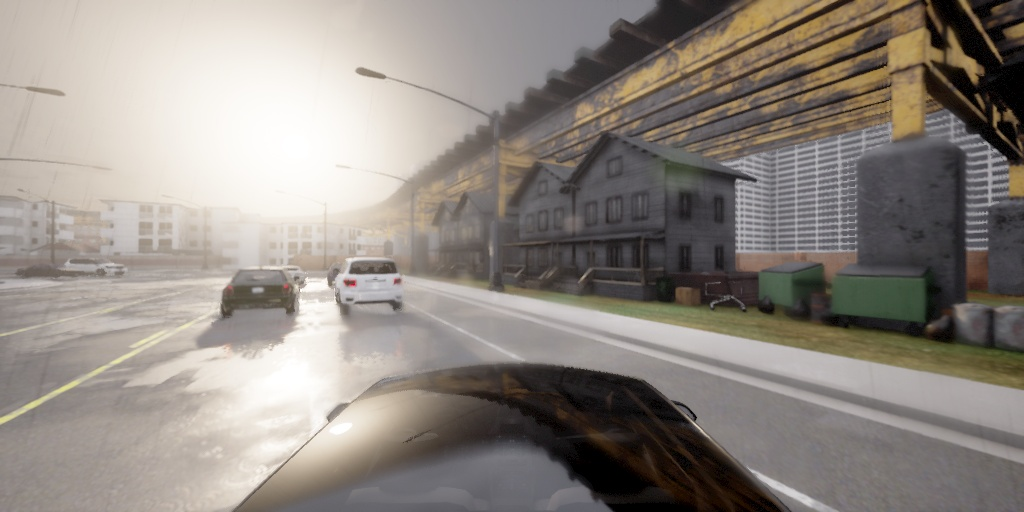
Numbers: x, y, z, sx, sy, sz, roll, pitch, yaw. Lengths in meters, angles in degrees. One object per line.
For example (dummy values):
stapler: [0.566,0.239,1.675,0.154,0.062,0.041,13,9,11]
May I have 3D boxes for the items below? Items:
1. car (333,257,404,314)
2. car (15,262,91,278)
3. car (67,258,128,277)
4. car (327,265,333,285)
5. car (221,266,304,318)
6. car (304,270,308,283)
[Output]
car: [-5.924,1.075,14.633,2.150,2.045,5.566,0,0,-28]
car: [-47.370,1.552,36.844,5.357,1.411,2.033,0,0,0]
car: [-46.840,1.256,40.362,5.566,2.045,2.150,0,-1,0]
car: [-13.611,1.314,28.707,2.097,1.767,4.553,0,-1,-28]
car: [-9.482,1.195,13.875,2.097,1.767,4.553,0,-1,-28]
car: [-17.041,1.477,27.701,1.812,1.442,4.674,0,0,-28]
